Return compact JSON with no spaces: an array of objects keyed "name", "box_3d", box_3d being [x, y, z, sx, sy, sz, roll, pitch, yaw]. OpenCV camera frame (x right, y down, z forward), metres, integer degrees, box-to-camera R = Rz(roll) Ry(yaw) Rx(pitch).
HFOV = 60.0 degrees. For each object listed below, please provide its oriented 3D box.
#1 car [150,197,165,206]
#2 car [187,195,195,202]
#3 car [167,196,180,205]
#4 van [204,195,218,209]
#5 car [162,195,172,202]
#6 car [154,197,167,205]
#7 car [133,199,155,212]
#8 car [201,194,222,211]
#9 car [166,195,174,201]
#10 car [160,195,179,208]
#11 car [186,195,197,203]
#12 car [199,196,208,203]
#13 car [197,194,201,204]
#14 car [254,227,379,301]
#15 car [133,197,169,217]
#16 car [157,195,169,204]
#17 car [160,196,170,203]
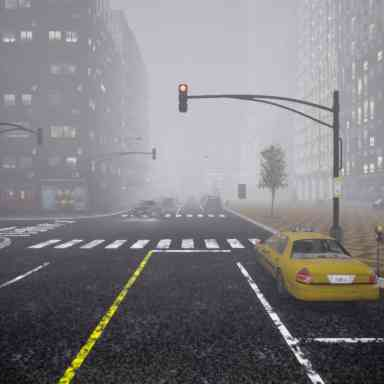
[{"name":"car","box_3d":[-5.859,1.588,57.062,2.008,1.369,4.403,0,0,0]},{"name":"car","box_3d":[-0.230,1.469,79.693,1.882,1.535,5.008,0,0,0]},{"name":"car","box_3d":[-3.249,1.532,59.674,2.128,1.511,4.902,0,0,0]},{"name":"van","box_3d":[2.552,1.364,46.033,1.690,1.788,3.998,0,0,0]},{"name":"car","box_3d":[-5.924,1.517,79.169,1.967,1.590,4.097,0,0,0]},{"name":"car","box_3d":[-5.875,1.592,62.588,1.887,1.381,4.507,0,0,0]},{"name":"car","box_3d":[-5.810,1.568,40.483,2.008,1.369,4.403,0,0,0]},{"name":"car","box_3d":[2.568,1.332,40.507,2.192,1.841,5.009,0,0,0]},{"name":"car","box_3d":[-5.954,1.624,90.052,1.752,1.417,4.829,0,0,0]},{"name":"car","box_3d":[-3.235,1.530,47.389,1.837,1.490,4.892,0,0,0]},{"name":"car","box_3d":[-0.202,1.612,69.692,1.994,1.385,4.181,0,0,0]},{"name":"car","box_3d":[2.473,1.611,73.667,1.887,1.381,4.507,0,0,0]},{"name":"car","box_3d":[2.504,1.362,62.613,2.192,1.841,5.009,0,0,0]},{"name":"car","box_3d":[2.663,1.526,8.264,1.752,1.417,4.829,0,0,0]},{"name":"car","box_3d":[-3.963,1.519,31.132,1.837,1.490,4.892,1,0,12]},{"name":"car","box_3d":[-5.892,1.497,68.116,1.967,1.590,4.097,0,0,0]},{"name":"car","box_3d":[-5.907,1.648,73.643,1.802,1.307,4.206,0,0,0]}]
